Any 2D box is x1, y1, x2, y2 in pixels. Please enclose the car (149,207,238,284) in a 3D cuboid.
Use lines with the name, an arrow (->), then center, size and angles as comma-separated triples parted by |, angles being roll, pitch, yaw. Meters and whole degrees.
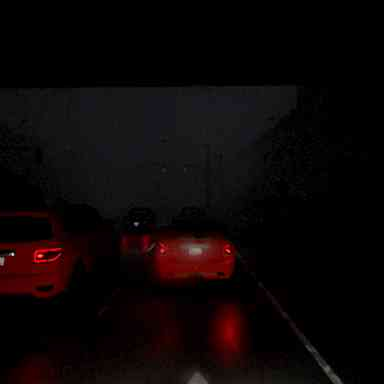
car -> 0.087, 1.474, 10.112 | 2.097, 1.767, 4.553 | 0, -1, 0

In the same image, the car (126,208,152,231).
car -> -3.502, 1.798, 22.719 | 1.812, 1.442, 4.674 | 0, -1, -2

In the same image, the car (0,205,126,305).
car -> -3.407, 1.326, 8.483 | 2.150, 2.045, 5.566 | 0, 0, 0

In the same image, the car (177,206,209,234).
car -> 0.025, 1.743, 22.147 | 1.882, 1.535, 5.008 | 0, -1, -1
